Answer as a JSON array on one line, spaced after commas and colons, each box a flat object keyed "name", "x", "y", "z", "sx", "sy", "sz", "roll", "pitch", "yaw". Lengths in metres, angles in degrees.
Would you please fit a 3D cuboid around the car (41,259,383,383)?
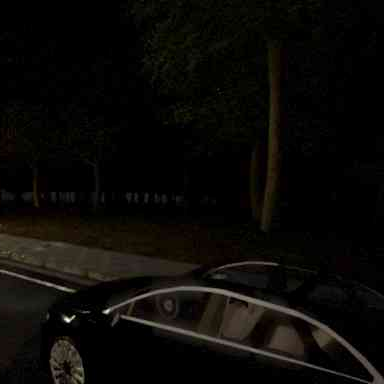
[{"name": "car", "x": 0.398, "y": 1.488, "z": 3.400, "sx": 4.902, "sy": 1.511, "sz": 2.128, "roll": 0, "pitch": 0, "yaw": 35}]
